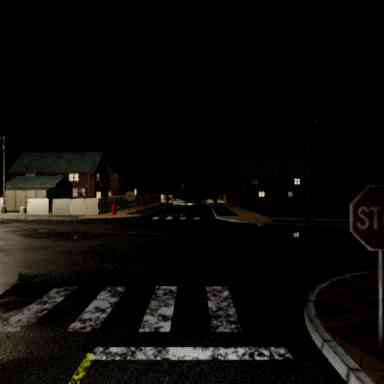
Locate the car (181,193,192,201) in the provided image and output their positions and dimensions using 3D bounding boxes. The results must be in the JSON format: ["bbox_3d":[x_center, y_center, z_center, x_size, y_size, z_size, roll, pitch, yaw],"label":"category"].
[{"bbox_3d":[-1.148,1.069,70.890,2.097,1.767,4.553,0,0,2],"label":"car"}]
